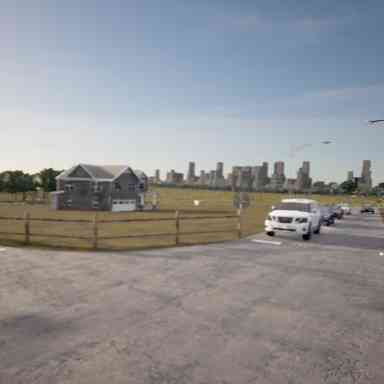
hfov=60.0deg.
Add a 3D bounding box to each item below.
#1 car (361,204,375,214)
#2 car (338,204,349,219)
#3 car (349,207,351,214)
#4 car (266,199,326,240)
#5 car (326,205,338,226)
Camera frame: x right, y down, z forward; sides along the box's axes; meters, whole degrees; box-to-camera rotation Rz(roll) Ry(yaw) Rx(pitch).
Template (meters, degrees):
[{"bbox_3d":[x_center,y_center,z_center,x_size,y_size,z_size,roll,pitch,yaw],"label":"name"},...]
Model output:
[{"bbox_3d":[28.075,2.687,53.145,2.033,1.411,5.357,3,0,29],"label":"car"},{"bbox_3d":[15.428,2.133,36.213,2.033,1.411,5.357,3,0,29],"label":"car"},{"bbox_3d":[20.452,2.326,45.206,1.812,1.442,4.674,3,0,29],"label":"car"},{"bbox_3d":[5.958,1.434,18.997,2.150,2.045,5.566,3,0,29],"label":"car"},{"bbox_3d":[10.683,1.919,27.606,1.812,1.442,4.674,3,0,29],"label":"car"}]
